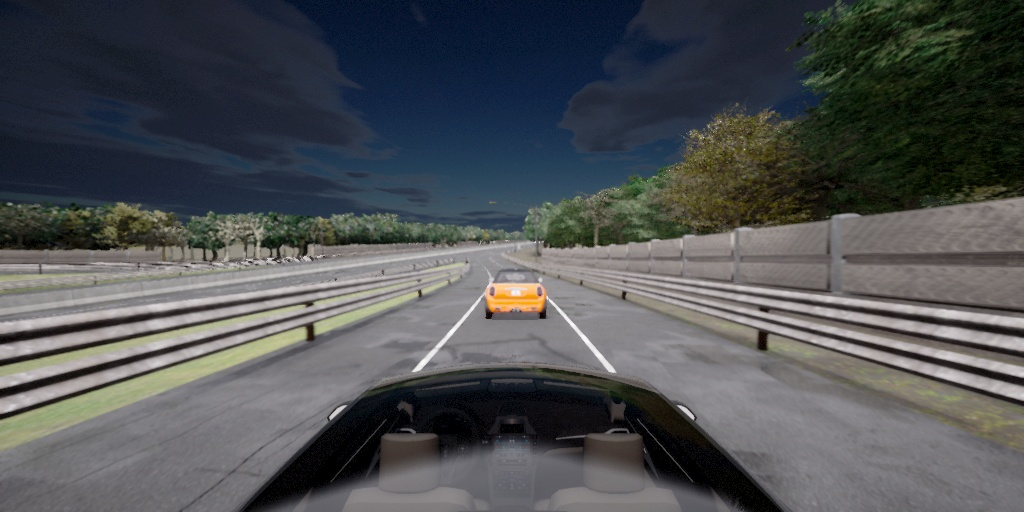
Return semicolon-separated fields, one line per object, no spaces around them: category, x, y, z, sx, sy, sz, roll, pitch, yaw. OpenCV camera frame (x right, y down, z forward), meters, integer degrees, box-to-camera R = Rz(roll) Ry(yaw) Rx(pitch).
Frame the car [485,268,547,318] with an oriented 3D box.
car;0.149;1.246;13.842;2.097;1.767;4.553;0;-1;1
